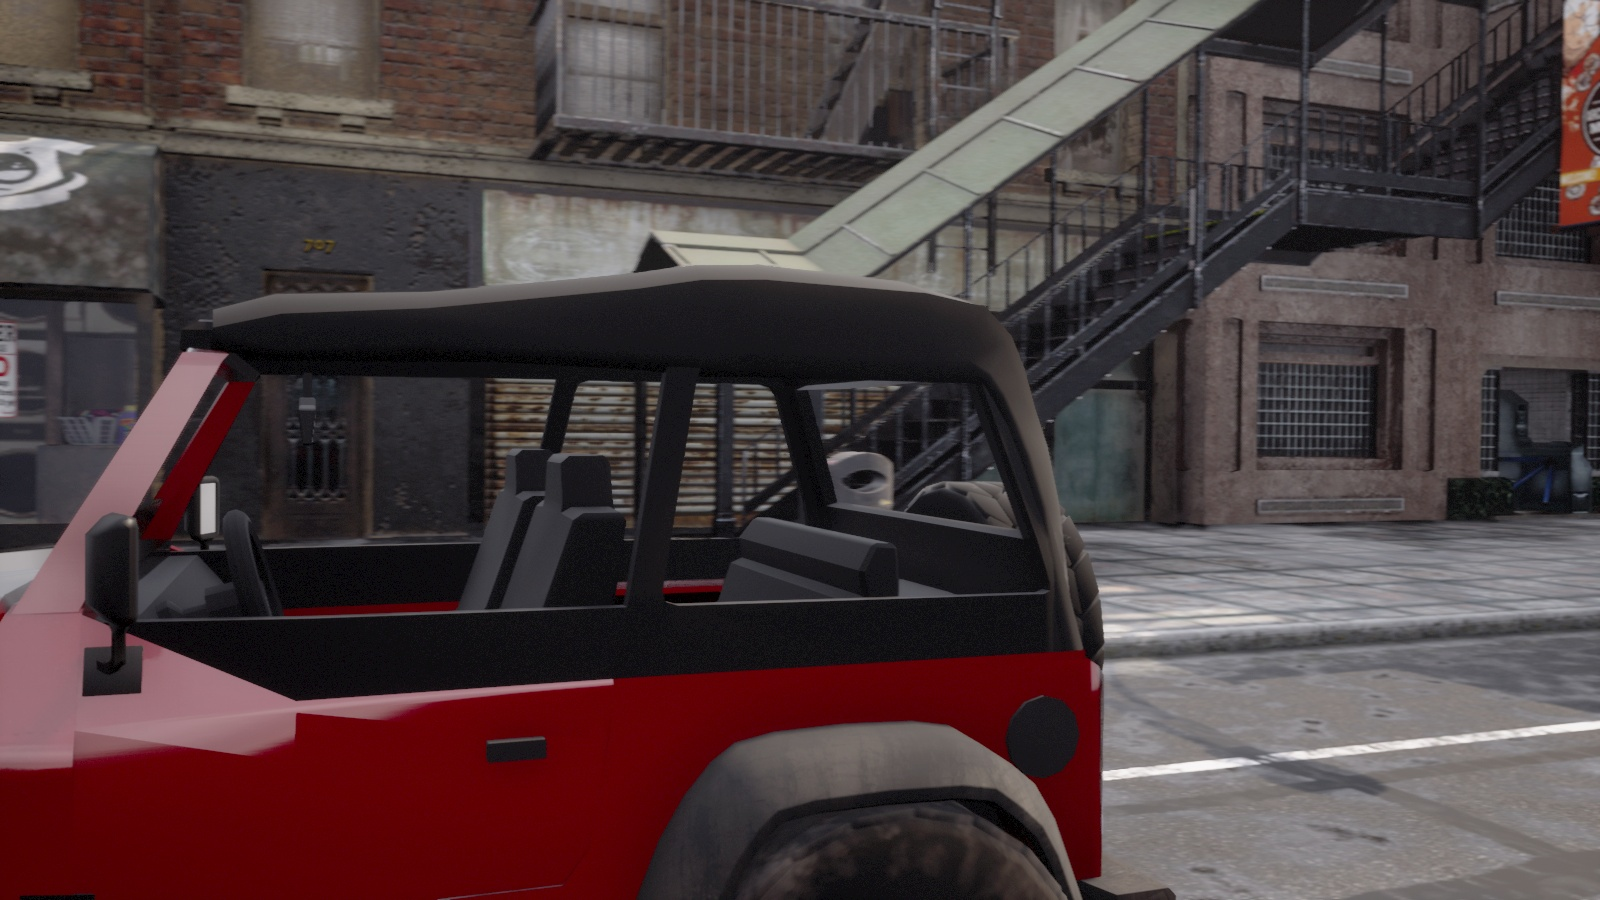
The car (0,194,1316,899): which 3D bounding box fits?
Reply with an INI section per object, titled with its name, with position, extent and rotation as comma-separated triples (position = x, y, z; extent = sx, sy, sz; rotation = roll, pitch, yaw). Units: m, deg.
[car]
position = -1.069, 0.559, 2.831
extent = 3.866, 1.878, 1.905
rotation = -1, 1, -21
